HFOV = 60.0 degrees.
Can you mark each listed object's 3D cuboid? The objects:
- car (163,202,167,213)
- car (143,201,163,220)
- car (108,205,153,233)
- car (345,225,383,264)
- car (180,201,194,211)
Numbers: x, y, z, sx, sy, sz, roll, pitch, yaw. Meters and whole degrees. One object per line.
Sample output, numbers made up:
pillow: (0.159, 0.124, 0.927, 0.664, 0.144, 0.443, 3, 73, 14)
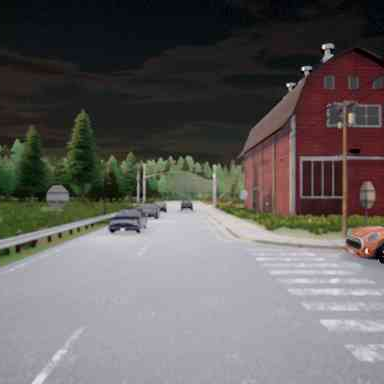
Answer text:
car: (-4.385, 1.998, 44.981, 1.882, 1.535, 5.008, 0, -1, -1)
car: (-4.194, 1.884, 32.961, 1.837, 1.490, 4.892, 0, -1, -1)
car: (-4.001, 1.793, 21.615, 2.033, 1.411, 5.357, 0, -1, -1)
car: (7.874, 1.512, 11.645, 4.553, 1.767, 2.097, 0, -1, 3)
car: (-0.795, 2.099, 50.490, 1.837, 1.490, 4.892, 0, -1, -1)
